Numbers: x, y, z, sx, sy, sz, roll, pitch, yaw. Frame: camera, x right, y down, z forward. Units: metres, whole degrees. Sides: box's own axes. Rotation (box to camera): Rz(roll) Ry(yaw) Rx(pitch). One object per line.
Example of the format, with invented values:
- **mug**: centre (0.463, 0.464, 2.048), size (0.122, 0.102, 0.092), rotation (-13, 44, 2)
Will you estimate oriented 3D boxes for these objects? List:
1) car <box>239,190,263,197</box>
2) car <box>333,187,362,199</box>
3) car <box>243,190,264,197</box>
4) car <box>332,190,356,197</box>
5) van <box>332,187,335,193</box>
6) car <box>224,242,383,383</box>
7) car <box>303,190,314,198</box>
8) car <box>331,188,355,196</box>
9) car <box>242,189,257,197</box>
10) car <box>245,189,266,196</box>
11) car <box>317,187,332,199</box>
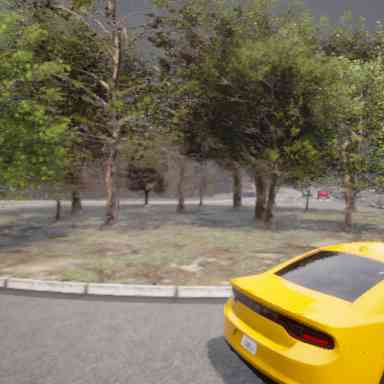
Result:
- **car**: centre (13.574, 0.369, 76.585), size (5.008, 1.535, 2.097), rotation (1, 1, 21)
- **car**: centre (32.694, 0.473, 70.038), size (4.553, 1.767, 2.185), rotation (1, 1, 21)
- **car**: centre (14.580, 0.354, 79.151), size (4.674, 1.452, 2.002), rotation (1, 1, 21)
- **car**: centre (36.746, 0.356, 80.530), size (5.008, 1.535, 2.097), rotation (1, 2, 21)
- **van**: centre (33.613, 0.315, 72.798), size (4.442, 1.987, 1.878), rotation (1, 1, 21)
- **car**: centre (2.847, 1.436, 4.419), size (5.008, 1.535, 1.882), rotation (1, 0, -24)
- **car**: centre (25.544, 0.381, 73.008), size (2.097, 1.767, 4.553), rotation (1, 1, 21)
- **car**: centre (38.753, -0.020, 85.571), size (5.566, 2.045, 2.435), rotation (1, 2, 21)
- **car**: centre (12.606, 0.294, 73.995), size (4.553, 1.767, 2.185), rotation (1, 1, 21)
- **car**: centre (15.608, 0.134, 81.706), size (4.553, 1.767, 2.185), rotation (1, 1, 21)
- **car**: centre (26.424, 0.377, 66.988), size (2.150, 2.045, 5.566), rotation (1, 1, 21)
